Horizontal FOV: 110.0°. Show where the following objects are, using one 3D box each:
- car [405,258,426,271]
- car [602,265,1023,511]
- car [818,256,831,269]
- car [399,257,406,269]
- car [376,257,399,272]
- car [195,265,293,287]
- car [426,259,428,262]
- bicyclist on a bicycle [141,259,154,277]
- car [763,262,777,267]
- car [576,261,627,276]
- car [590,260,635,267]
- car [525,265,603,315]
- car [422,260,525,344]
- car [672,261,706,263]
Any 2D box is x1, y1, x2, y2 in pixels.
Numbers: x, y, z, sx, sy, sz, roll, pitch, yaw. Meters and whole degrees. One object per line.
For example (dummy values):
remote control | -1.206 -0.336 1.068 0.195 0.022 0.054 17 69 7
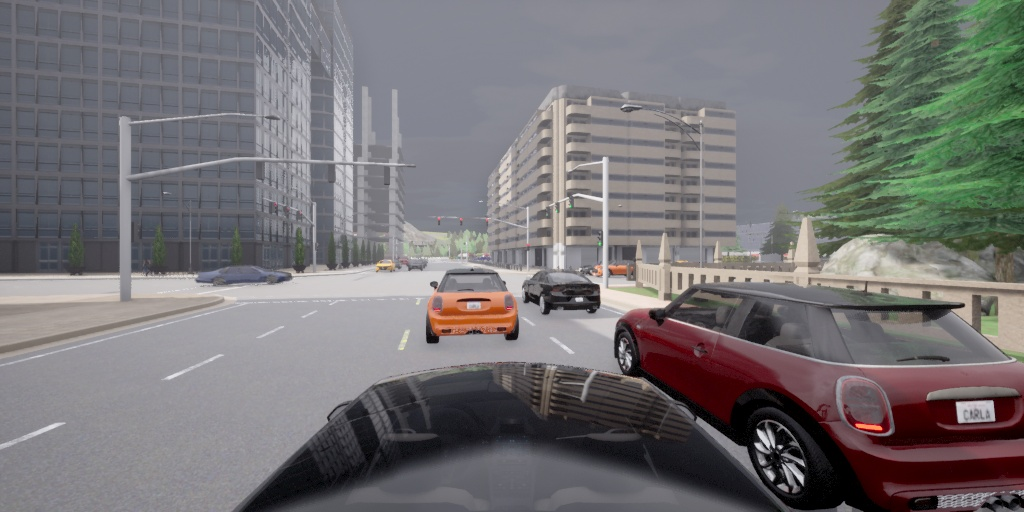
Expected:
car | -13.083 1.255 48.868 1.837 1.490 4.892 0 0 -12
car | 3.015 1.102 4.608 2.097 1.767 4.553 0 0 -6
car | 33.036 1.028 39.689 5.566 2.045 2.150 0 0 -12
car | -17.853 1.241 54.441 2.128 1.511 4.902 0 0 -12
car | -15.890 1.227 45.227 1.882 1.535 5.008 0 0 -12
car | -18.600 1.342 25.125 5.357 1.411 2.033 -1 0 -21
car | -14.936 1.314 57.571 1.994 1.385 4.181 0 0 -12
bicyclist on a bicycle | -33.998 1.106 33.445 0.582 1.620 1.656 0 0 -12
car | 30.779 1.406 42.782 4.718 1.301 1.895 0 0 -12
car | 9.480 1.297 38.108 4.902 1.511 2.128 0 0 -12
car | 10.030 1.157 34.642 4.553 1.767 2.097 0 0 -12
car | 1.686 1.228 13.773 1.882 1.535 5.008 0 0 -10
car | -1.181 1.102 9.912 2.097 1.767 4.553 0 0 -10
car | 18.802 1.331 36.563 4.674 1.442 1.812 0 0 -12
